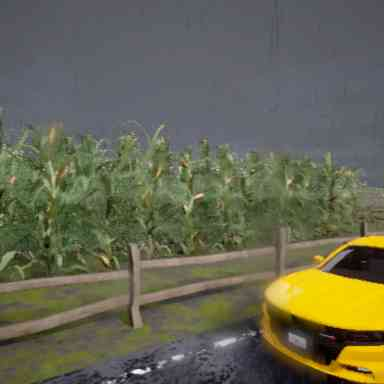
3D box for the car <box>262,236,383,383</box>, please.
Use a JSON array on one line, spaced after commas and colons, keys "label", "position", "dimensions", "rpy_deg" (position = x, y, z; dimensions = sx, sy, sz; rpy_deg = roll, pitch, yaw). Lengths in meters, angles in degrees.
[{"label": "car", "position": [3.291, 1.503, 5.397], "dimensions": [5.008, 1.535, 1.882], "rpy_deg": [0, 0, -35]}]
